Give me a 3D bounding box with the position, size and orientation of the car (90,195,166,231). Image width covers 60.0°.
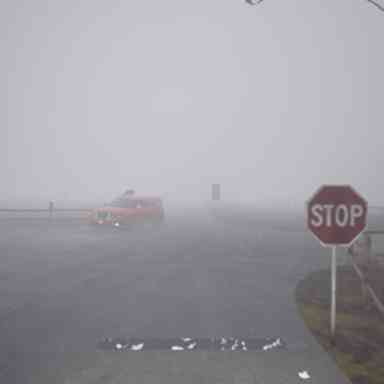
[{"bbox_3d":[-3.698,1.261,20.463,2.150,2.045,5.566,4,2,26],"label":"car"}]
